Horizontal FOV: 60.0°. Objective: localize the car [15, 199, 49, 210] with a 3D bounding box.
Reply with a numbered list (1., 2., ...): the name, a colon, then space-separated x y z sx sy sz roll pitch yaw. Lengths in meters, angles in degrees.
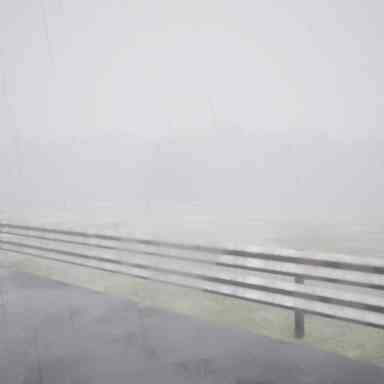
1. car: -21.606 1.722 45.013 4.674 1.442 1.812 0 0 14
